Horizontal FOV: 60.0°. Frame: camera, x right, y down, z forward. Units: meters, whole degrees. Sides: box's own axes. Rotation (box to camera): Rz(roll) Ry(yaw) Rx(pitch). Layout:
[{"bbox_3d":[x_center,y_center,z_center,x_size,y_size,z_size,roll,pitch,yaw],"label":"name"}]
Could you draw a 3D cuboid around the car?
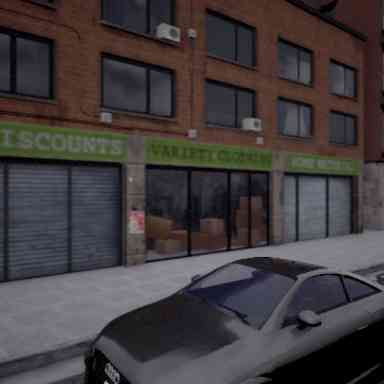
[{"bbox_3d":[0.913,1.561,4.028,4.181,1.385,1.994,0,0,-36],"label":"car"}]
